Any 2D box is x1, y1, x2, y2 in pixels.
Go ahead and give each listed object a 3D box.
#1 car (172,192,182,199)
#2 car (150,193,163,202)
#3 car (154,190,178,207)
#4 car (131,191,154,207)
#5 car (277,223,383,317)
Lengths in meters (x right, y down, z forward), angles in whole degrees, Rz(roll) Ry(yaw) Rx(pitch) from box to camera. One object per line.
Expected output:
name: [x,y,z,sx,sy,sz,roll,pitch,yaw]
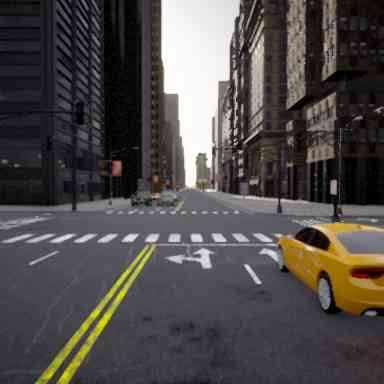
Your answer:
car: [-3.327,0.813,73.957,1.994,1.385,4.181,0,0,0]
car: [-6.578,1.008,61.715,1.882,1.535,5.008,0,0,0]
car: [-3.379,1.031,43.749,2.097,1.767,4.553,0,0,0]
car: [-6.628,0.897,44.202,2.150,2.045,5.566,0,0,0]
car: [3.342,1.429,7.521,1.882,1.535,5.008,0,0,0]
